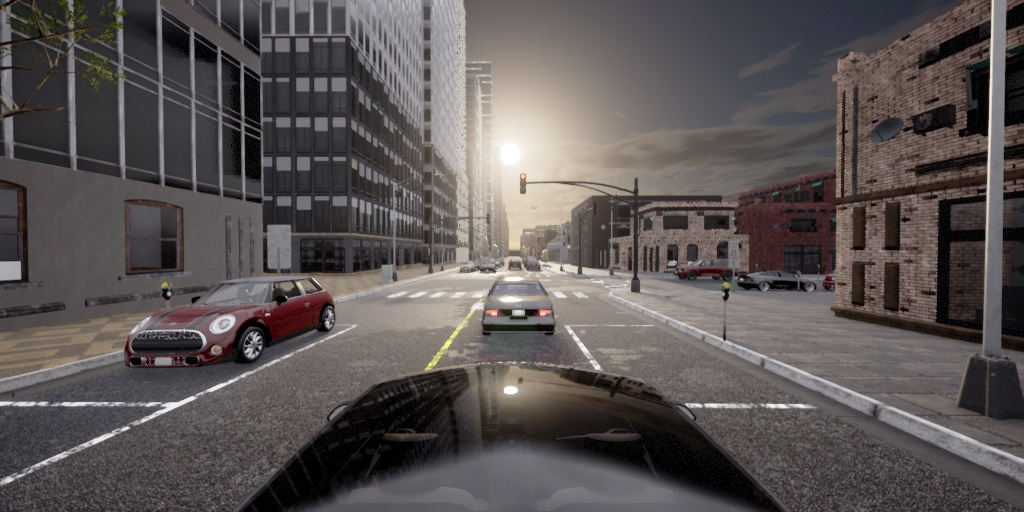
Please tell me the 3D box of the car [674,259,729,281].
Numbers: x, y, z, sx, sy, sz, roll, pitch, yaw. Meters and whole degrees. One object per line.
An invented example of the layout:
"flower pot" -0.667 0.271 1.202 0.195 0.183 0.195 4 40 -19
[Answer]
"car" 16.712 1.161 30.926 5.009 1.841 2.192 0 0 1

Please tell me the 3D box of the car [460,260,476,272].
"car" -5.537 1.261 45.599 1.751 1.417 4.829 0 0 0

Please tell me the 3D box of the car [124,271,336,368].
"car" -5.653 1.187 7.822 1.967 1.591 4.097 0 0 0

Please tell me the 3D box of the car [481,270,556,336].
"car" 0.157 1.294 10.385 2.033 1.411 5.357 0 0 0

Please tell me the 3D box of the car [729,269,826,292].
"car" 16.549 1.544 22.548 4.313 1.339 1.948 0 0 1

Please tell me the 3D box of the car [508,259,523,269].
"car" 0.469 1.210 56.710 1.882 1.535 5.008 0 0 0

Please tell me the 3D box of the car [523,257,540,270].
"car" 3.020 1.174 51.301 1.967 1.591 4.097 0 0 0

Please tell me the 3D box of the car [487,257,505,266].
"car" -2.710 1.280 57.960 2.033 1.411 5.357 0 0 1

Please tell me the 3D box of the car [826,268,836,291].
"car" 22.096 1.471 22.440 4.097 1.591 1.967 0 0 1

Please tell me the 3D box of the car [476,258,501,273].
"car" -2.816 1.283 43.612 2.033 1.411 5.357 0 0 0
